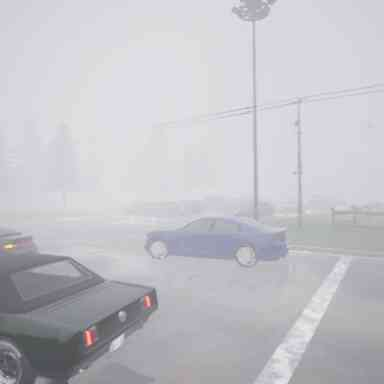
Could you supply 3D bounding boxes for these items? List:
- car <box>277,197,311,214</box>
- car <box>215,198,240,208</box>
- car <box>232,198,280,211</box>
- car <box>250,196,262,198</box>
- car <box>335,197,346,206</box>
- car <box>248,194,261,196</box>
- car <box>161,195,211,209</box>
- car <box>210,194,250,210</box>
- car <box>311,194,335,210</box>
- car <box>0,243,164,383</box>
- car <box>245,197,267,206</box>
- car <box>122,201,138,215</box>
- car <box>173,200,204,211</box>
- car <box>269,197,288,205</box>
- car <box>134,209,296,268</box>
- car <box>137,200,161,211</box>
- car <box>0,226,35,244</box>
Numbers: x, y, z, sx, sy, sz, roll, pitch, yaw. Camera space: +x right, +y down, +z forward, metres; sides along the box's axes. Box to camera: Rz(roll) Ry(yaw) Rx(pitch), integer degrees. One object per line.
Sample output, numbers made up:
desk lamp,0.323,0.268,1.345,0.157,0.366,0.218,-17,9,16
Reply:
car,11.285,1.580,37.060,1.812,1.442,4.674,-1,0,37
car,5.651,1.714,52.909,1.812,1.442,4.674,-1,0,37
car,5.796,1.582,29.615,1.837,1.490,4.892,-1,0,36
car,10.276,1.661,47.442,2.033,1.411,5.357,-1,0,37
car,23.209,1.567,53.100,1.994,1.385,4.181,-1,0,37
car,8.993,1.368,51.576,2.150,2.045,5.566,-1,0,36
car,-0.504,1.511,32.834,2.097,1.767,4.553,-1,0,36
car,4.575,1.490,39.761,2.097,1.767,4.553,-1,0,37
car,17.181,1.250,45.020,2.150,2.045,5.566,-1,0,37
car,-3.014,1.655,5.067,4.718,1.301,1.895,-1,0,22
car,11.799,1.640,61.142,1.882,1.535,5.008,-1,0,37
car,-5.696,1.742,37.602,1.837,1.490,4.892,-1,0,36
car,-0.407,1.778,44.771,1.994,1.385,4.181,-1,0,37
car,15.894,1.681,60.835,1.994,1.385,4.181,-1,0,37
car,0.707,1.522,11.324,5.008,1.535,1.882,0,-1,25
car,-3.125,1.703,35.186,1.837,1.490,4.892,-1,0,36
car,-6.926,1.621,9.270,4.892,1.490,1.837,-1,-2,2
